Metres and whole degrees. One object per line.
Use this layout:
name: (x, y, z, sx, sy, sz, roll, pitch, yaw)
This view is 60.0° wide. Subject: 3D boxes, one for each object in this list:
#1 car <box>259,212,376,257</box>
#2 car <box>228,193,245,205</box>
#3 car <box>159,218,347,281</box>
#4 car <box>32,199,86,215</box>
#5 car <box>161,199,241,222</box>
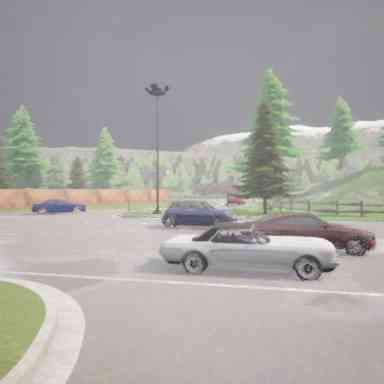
car: (4.219, 1.483, 12.414, 4.674, 1.442, 1.812, 0, 0, 13)
car: (6.732, 1.080, 50.962, 2.150, 2.045, 5.566, 1, 0, 18)
car: (1.578, 1.574, 9.432, 4.718, 1.301, 1.895, 0, 0, 13)
car: (-13.247, 1.440, 33.227, 5.008, 1.535, 1.882, 0, 1, -17)
car: (0.485, 1.302, 20.460, 4.553, 1.767, 2.097, 0, 0, 13)
